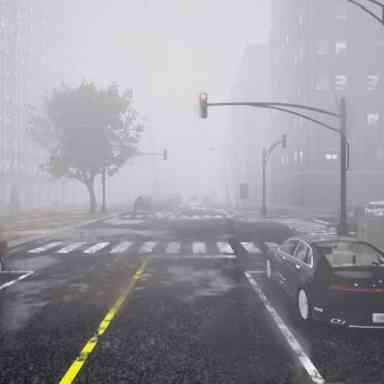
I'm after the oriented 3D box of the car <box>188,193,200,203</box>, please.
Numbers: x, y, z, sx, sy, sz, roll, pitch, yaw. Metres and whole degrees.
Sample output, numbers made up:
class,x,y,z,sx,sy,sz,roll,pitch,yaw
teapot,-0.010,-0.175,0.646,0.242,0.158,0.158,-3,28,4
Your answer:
class,x,y,z,sx,sy,sz,roll,pitch,yaw
car,0.292,1.396,68.699,2.097,1.767,4.553,0,0,0

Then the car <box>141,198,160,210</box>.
class,x,y,z,sx,sy,sz,roll,pitch,yaw
car,-5.568,1.585,44.839,1.947,1.339,4.313,0,0,0

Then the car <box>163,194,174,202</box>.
class,x,y,z,sx,sy,sz,roll,pitch,yaw
car,-5.476,1.374,77.976,2.192,1.841,5.009,0,0,0

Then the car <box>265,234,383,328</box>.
class,x,y,z,sx,sy,sz,roll,pitch,yaw
car,2.707,1.550,6.904,2.008,1.369,4.403,0,0,0

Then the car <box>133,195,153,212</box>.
class,x,y,z,sx,sy,sz,roll,pitch,yaw
car,-5.584,1.330,39.316,2.192,1.841,5.009,0,0,0

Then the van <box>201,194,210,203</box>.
class,x,y,z,sx,sy,sz,roll,pitch,yaw
van,2.889,1.391,72.430,1.690,1.788,3.998,0,0,0

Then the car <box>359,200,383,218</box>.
class,x,y,z,sx,sy,sz,roll,pitch,yaw
car,15.415,0.991,23.716,5.566,2.045,2.150,-1,0,0

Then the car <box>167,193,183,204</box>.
class,x,y,z,sx,sy,sz,roll,pitch,yaw
car,-2.888,1.260,62.631,2.150,2.045,5.566,0,0,1

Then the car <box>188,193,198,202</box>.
class,x,y,z,sx,sy,sz,roll,pitch,yaw
car,0.218,1.285,78.855,2.150,2.045,5.566,0,0,0

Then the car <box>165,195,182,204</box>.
class,x,y,z,sx,sy,sz,roll,pitch,yaw
car,-2.965,1.571,49.053,2.033,1.411,5.357,0,0,0

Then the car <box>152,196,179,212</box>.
class,x,y,z,sx,sy,sz,roll,pitch,yaw
car,-2.995,1.562,38.600,2.033,1.411,5.357,0,0,0

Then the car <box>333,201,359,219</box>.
class,x,y,z,sx,sy,sz,roll,pitch,yaw
car,13.497,1.346,26.280,4.403,1.369,2.008,-1,1,0

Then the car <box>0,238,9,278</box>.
class,x,y,z,sx,sy,sz,roll,pitch,yaw
car,-5.673,1.544,6.928,1.887,1.381,4.507,0,0,0

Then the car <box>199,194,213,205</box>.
class,x,y,z,sx,sy,sz,roll,pitch,yaw
car,2.859,1.601,61.383,1.947,1.339,4.313,0,0,0
